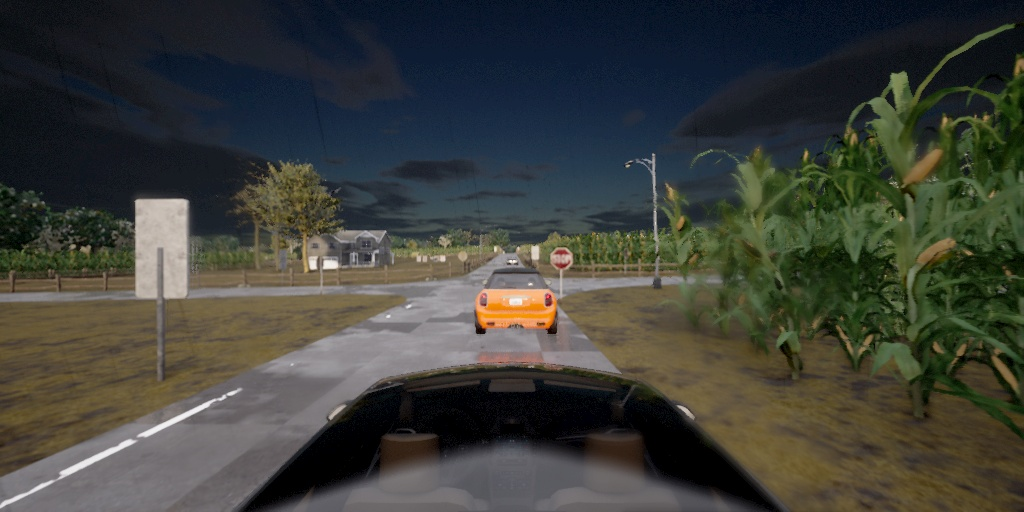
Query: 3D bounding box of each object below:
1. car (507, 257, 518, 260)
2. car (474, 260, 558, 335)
[{"bbox_3d":[0.079,0.866,61.038,1.895,1.301,4.718,0,1,0],"label":"car"},{"bbox_3d":[0.143,1.131,10.793,2.097,1.767,4.553,0,0,1],"label":"car"}]
